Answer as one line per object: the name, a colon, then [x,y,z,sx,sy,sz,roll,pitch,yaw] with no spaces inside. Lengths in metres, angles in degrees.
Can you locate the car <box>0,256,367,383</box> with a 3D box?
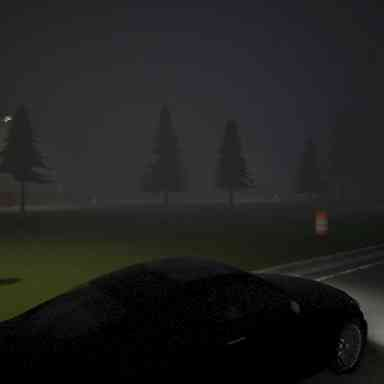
car: [0.120,1.503,3.830,4.674,1.442,1.812,-1,0,-35]
